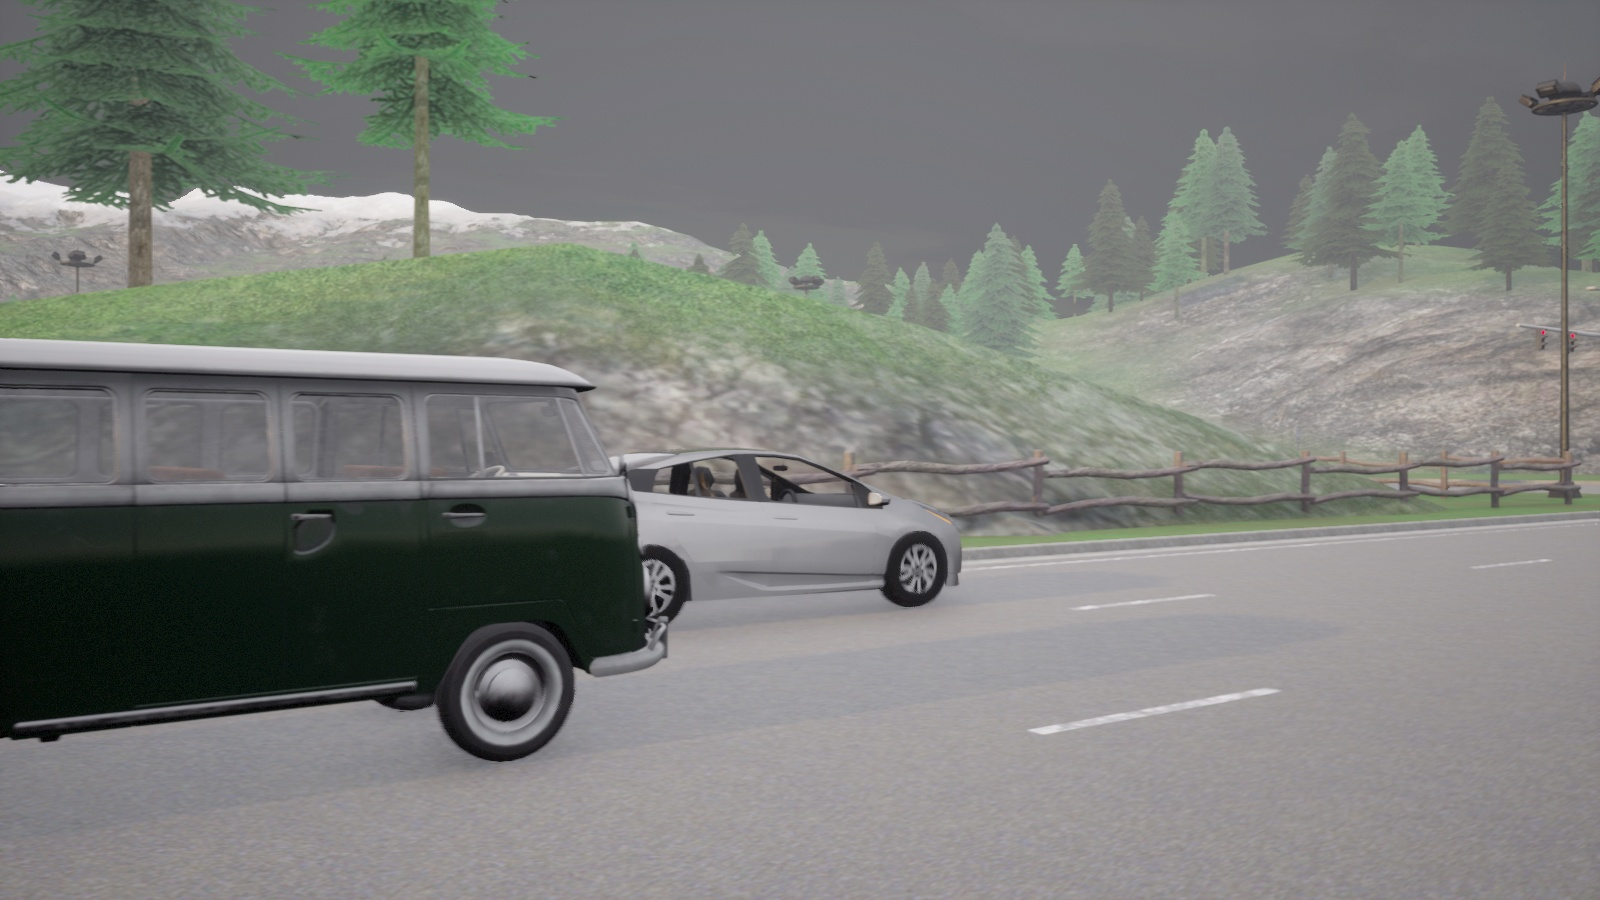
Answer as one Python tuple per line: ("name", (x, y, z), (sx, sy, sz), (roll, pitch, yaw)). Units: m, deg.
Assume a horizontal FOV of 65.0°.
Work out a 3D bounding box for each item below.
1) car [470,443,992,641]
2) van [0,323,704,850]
("car", (-0.552, 0.707, 11.804), (4.514, 1.525, 2.007), (0, 0, -35))
("van", (-2.829, 0.516, 5.955), (4.442, 1.987, 1.775), (0, 0, -35))
